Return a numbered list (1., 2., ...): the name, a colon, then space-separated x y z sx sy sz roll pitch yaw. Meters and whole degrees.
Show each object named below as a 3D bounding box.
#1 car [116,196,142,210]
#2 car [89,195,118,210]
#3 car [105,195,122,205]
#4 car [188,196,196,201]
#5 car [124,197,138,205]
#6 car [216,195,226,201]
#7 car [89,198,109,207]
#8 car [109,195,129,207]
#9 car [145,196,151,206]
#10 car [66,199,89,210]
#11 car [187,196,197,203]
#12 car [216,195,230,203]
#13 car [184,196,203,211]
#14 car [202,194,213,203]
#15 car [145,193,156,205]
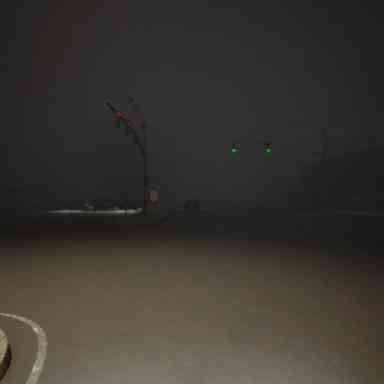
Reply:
1. car: -8.084 1.618 43.095 1.994 1.385 4.181 0 0 0
2. car: -11.579 1.533 43.902 1.882 1.535 5.008 0 0 0
3. car: -15.011 1.432 63.774 2.097 1.767 4.553 0 0 0
4. car: -0.014 1.577 81.776 1.895 1.301 4.718 0 0 0
5. car: -11.511 1.604 62.858 1.812 1.442 4.674 0 0 0
6. car: 6.986 1.522 81.747 2.033 1.411 5.357 0 0 0
7. car: -15.009 1.631 53.784 1.994 1.385 4.181 0 0 0
8. car: -11.526 1.418 52.939 2.097 1.767 4.553 0 0 0
9. car: -8.037 1.666 51.850 1.895 1.301 4.718 0 0 1
10. car: -15.077 1.619 44.088 1.994 1.385 4.181 0 0 0
11. car: -0.012 1.606 71.325 2.128 1.511 4.902 0 0 0
12. car: 6.988 1.438 71.714 2.097 1.767 4.553 0 0 0
13. car: -0.007 1.529 40.715 1.882 1.535 5.008 0 0 0
14. car: 3.488 1.635 71.743 1.994 1.385 4.181 0 0 0
15. car: -8.011 1.300 62.421 2.150 2.045 5.566 0 0 0
